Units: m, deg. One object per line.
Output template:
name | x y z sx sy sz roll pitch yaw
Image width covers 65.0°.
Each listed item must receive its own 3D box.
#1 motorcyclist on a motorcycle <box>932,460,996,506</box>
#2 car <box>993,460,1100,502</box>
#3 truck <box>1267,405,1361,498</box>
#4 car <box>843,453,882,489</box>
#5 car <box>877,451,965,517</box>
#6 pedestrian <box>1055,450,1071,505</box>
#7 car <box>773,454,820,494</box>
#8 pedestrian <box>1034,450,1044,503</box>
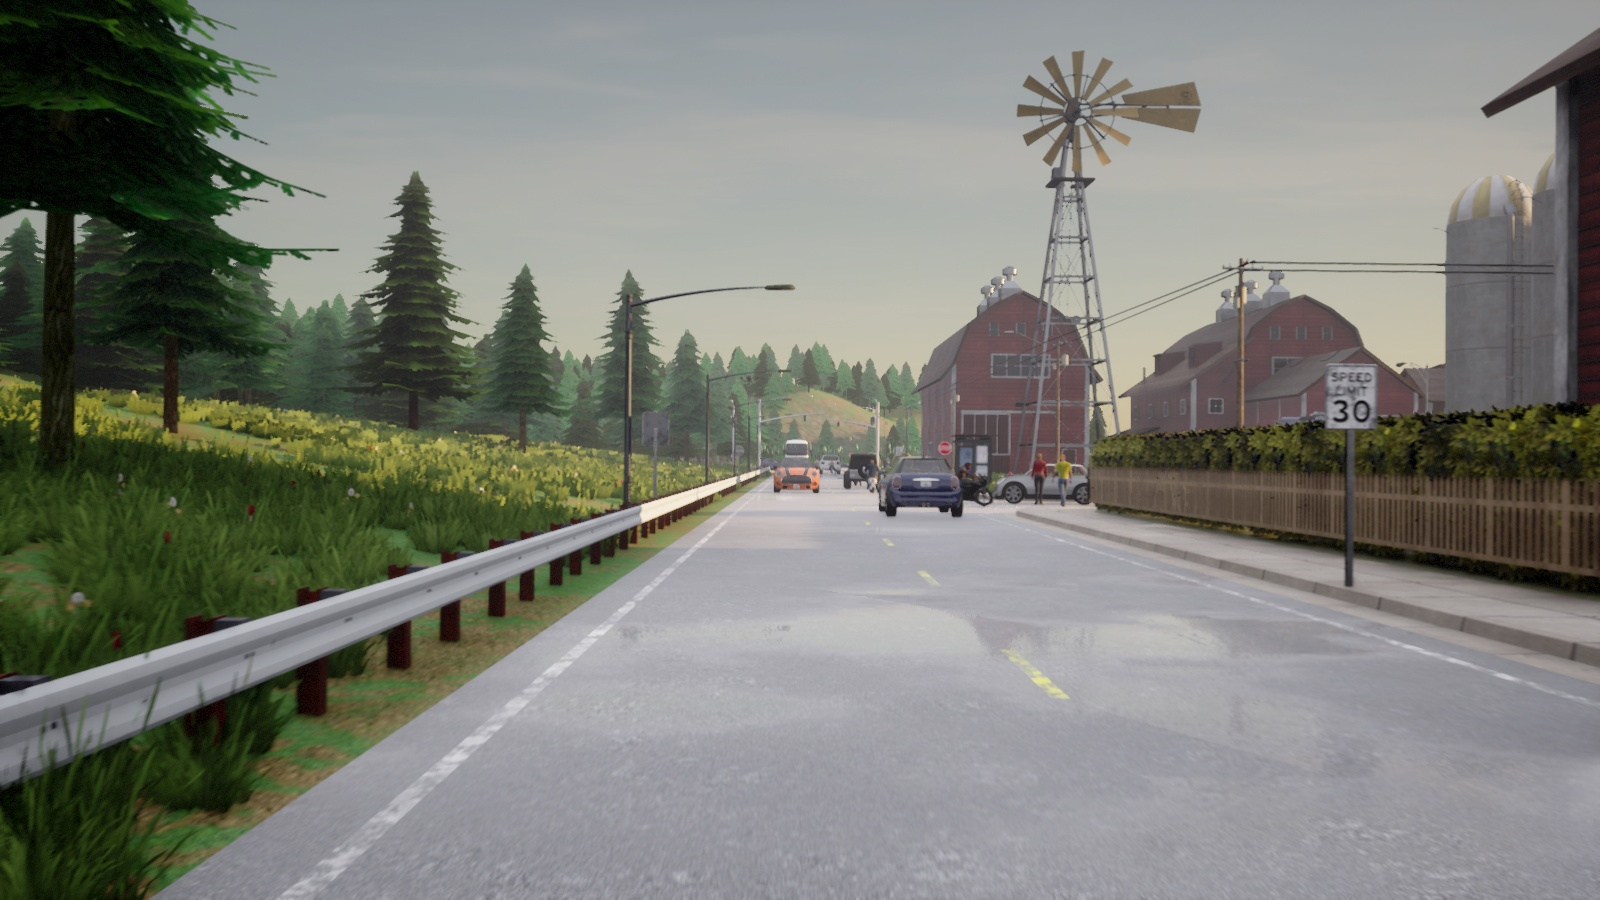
motorcyclist on a motorcycle | 5.625 1.115 42.972 2.044 1.523 0.797 0 0 22
car | 9.079 1.129 46.442 3.806 1.475 1.970 0 0 10
truck | 22.964 0.092 55.830 2.891 3.827 8.468 0 0 29
car | 3.327 1.100 67.253 1.905 1.878 3.866 0 0 0
car | 3.409 0.938 36.152 2.097 1.767 4.553 0 0 0
pedestrian | 8.830 0.918 42.164 0.354 1.836 0.706 0 0 -1
car | -0.150 1.093 58.551 2.097 1.767 4.553 0 0 0
pedestrian | 8.440 0.933 44.384 0.331 1.846 0.636 0 0 11
